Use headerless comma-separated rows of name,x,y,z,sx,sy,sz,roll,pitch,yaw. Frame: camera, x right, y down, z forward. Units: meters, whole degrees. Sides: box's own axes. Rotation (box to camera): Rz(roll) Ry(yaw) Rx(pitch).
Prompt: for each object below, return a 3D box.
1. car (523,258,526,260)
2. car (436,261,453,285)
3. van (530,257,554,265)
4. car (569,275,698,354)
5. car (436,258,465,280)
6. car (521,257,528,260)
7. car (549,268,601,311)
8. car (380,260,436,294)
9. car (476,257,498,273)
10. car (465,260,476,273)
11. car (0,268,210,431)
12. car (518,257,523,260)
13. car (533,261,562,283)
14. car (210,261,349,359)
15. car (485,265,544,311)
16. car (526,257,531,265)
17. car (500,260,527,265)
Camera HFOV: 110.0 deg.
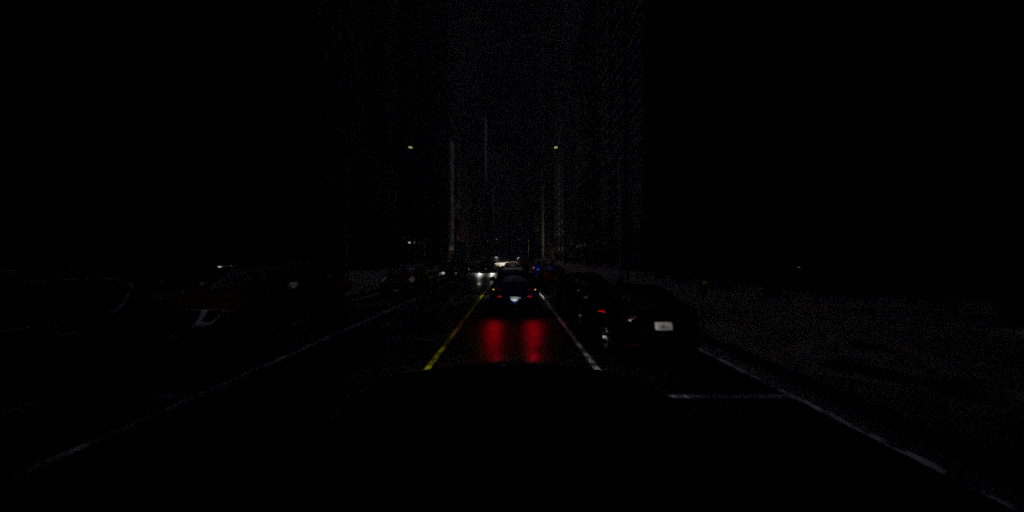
car,2.758,1.308,47.870,1.948,1.339,4.313,0,0,0
car,-5.765,1.293,25.419,2.007,1.370,4.403,0,0,0
van,2.760,1.082,31.044,1.690,1.789,3.998,0,0,0
car,2.762,1.313,8.607,1.948,1.339,4.313,0,0,0
car,-5.765,1.057,31.028,2.192,1.841,5.009,0,0,0
car,2.757,1.328,59.089,1.802,1.307,4.207,0,0,0
car,2.761,1.311,14.217,1.948,1.339,4.313,0,0,0
car,-5.764,1.184,19.809,1.967,1.591,4.097,0,0,0
car,-3.092,1.246,44.188,1.837,1.490,4.892,0,0,0
car,-5.766,1.308,42.247,1.948,1.339,4.313,0,0,0
car,-5.763,1.064,2.981,2.192,1.841,5.009,0,0,0
car,2.757,1.063,64.698,2.192,1.841,5.009,0,0,0
car,2.760,1.288,25.435,1.888,1.381,4.507,0,0,0
car,-5.763,1.062,8.590,2.192,1.841,5.009,0,0,0
car,0.087,1.271,14.373,1.812,1.442,4.674,0,0,0
car,2.759,1.181,36.653,1.967,1.591,4.097,0,0,0
car,0.079,1.268,29.713,1.812,1.442,4.674,0,0,0
